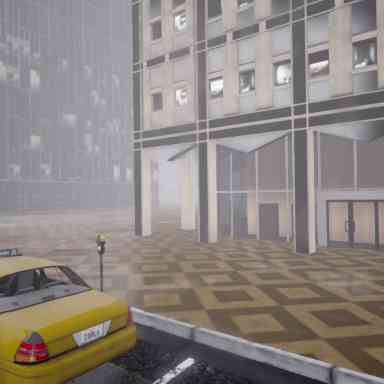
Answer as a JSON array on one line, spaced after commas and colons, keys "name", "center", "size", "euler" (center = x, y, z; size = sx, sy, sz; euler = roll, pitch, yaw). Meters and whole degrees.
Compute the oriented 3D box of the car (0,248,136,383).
[{"name": "car", "center": [-2.978, 1.528, 5.014], "size": [4.829, 1.417, 1.752], "euler": [0, -1, 36]}]
